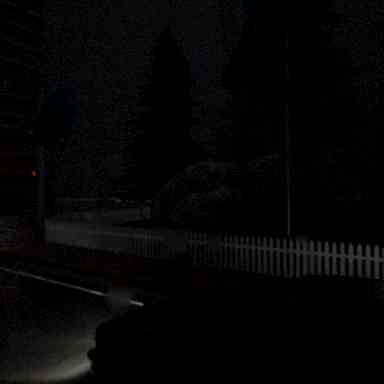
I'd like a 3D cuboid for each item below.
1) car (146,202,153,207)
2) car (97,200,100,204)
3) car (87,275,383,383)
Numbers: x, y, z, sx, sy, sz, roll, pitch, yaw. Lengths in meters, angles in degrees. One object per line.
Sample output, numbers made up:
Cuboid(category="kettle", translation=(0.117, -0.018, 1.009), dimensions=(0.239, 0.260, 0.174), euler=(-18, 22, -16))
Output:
Cuboid(category="car", translation=(-5.147, 1.546, 46.714), dimensions=(2.097, 1.767, 4.553), euler=(0, 0, 0))
Cuboid(category="car", translation=(-19.420, 2.010, 74.329), dimensions=(4.718, 1.301, 1.895), euler=(-1, 0, 44))
Cuboid(category="car", translation=(1.398, 1.551, 2.993), dimensions=(5.357, 1.411, 2.033), euler=(-1, 0, 36))
